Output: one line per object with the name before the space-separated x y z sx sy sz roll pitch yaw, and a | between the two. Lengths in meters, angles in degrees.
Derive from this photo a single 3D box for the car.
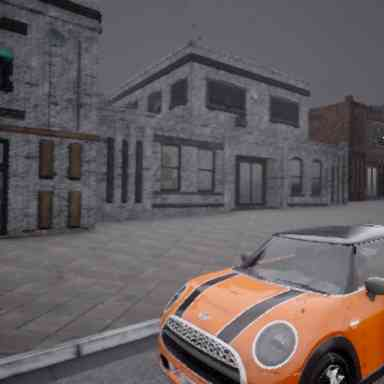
car | 1.795 1.324 4.671 4.553 1.767 2.097 -1 0 -36
